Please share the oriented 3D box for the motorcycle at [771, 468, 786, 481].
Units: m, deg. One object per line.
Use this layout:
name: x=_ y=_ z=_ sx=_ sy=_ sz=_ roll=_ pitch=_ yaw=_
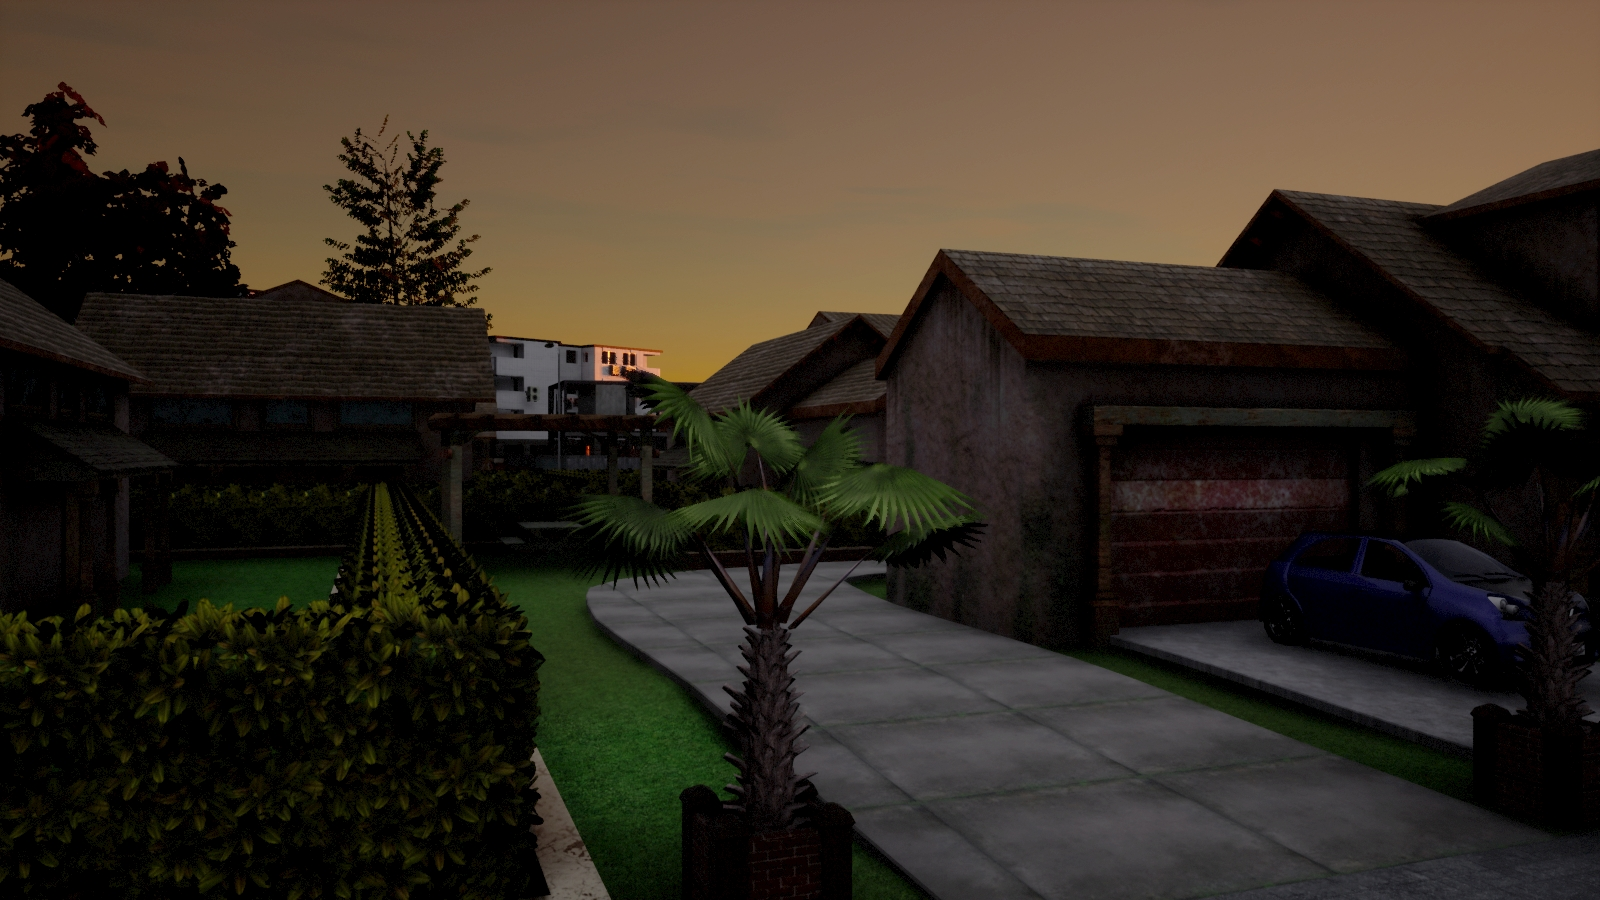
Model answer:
motorcycle: x=-1.939 y=2.199 z=102.837 sx=0.803 sy=1.199 sz=2.033 roll=0 pitch=0 yaw=-20
